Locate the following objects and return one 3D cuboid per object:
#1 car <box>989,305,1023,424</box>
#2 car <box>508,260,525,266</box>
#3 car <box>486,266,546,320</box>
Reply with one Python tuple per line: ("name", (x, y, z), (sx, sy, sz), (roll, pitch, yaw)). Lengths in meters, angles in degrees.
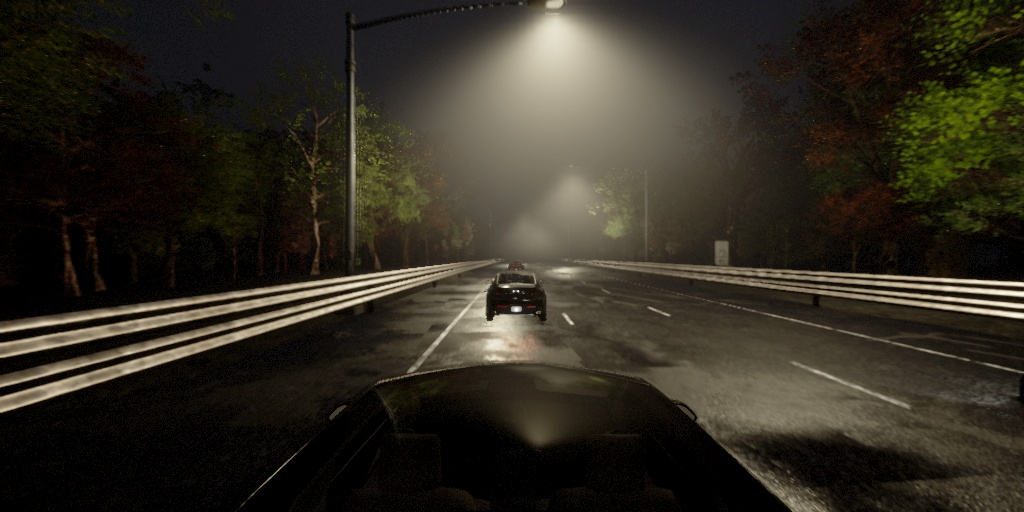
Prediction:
("car", (7.106, 1.315, 2.503), (1.994, 1.385, 4.181), (0, 0, 0))
("car", (0.525, 1.250, 43.162), (1.837, 1.490, 4.892), (0, 0, 1))
("car", (0.139, 1.254, 12.557), (1.837, 1.490, 4.892), (0, 0, 0))
